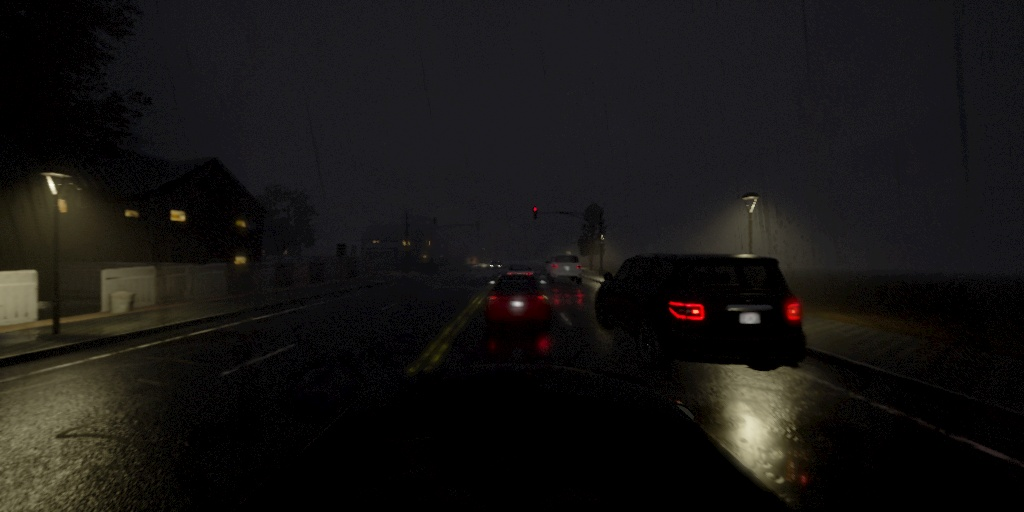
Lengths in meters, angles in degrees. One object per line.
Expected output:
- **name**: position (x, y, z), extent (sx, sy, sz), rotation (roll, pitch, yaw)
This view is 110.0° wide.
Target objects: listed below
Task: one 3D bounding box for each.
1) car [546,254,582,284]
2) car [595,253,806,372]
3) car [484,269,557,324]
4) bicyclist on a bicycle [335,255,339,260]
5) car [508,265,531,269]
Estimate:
- **car**: position (3.731, 0.916, 26.276), extent (2.150, 2.045, 5.566), rotation (0, -1, 2)
- **car**: position (3.392, 0.960, 7.764), extent (2.150, 2.045, 5.566), rotation (0, 0, 0)
- **car**: position (0.187, 1.291, 11.826), extent (1.994, 1.385, 4.181), rotation (0, 0, 1)
- **bicyclist on a bicycle**: position (-23.837, 0.656, 48.832), extent (0.582, 1.620, 1.656), rotation (1, -1, 16)
- **car**: position (0.522, 1.301, 26.864), extent (1.895, 1.301, 4.718), rotation (0, 0, -2)
